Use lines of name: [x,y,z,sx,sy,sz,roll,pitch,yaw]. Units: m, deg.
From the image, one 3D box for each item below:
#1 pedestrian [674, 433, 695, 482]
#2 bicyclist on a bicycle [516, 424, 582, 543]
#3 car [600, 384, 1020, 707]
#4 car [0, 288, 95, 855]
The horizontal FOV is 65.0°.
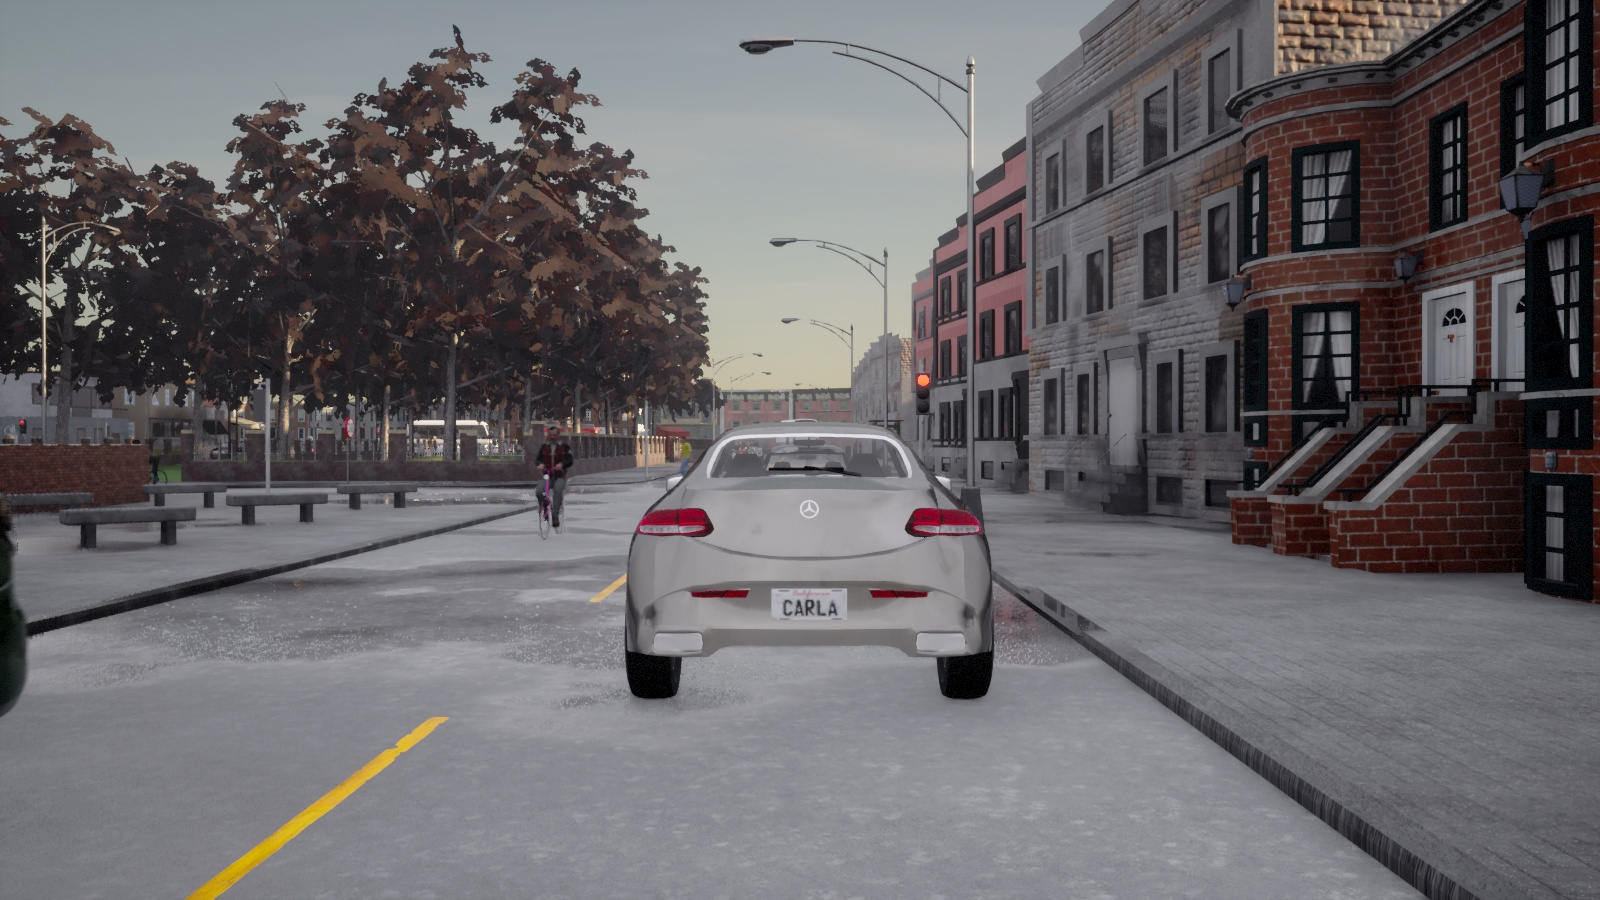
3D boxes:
pedestrian: [-4.338,0.266,47.226,0.706,1.836,0.354,0,0,-23]
bicyclist on a bicycle: [-3.906,0.503,19.649,0.659,1.776,1.843,0,0,0]
car: [0.064,0.475,8.950,2.152,1.651,5.027,0,0,0]
car: [-3.971,0.449,2.347,2.150,2.045,5.566,0,0,0]
